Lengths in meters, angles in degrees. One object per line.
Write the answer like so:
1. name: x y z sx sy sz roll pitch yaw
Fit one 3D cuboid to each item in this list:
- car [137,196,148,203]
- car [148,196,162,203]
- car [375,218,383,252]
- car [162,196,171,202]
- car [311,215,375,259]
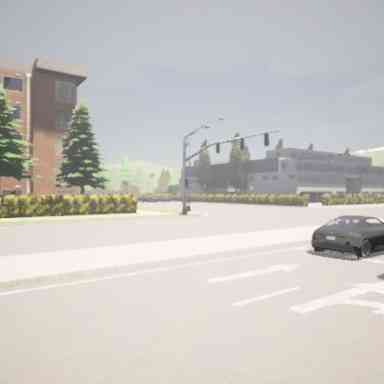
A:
1. car: -11.868 1.588 71.307 1.837 1.490 4.892 0 0 -35
2. car: -9.244 1.622 73.666 2.128 1.511 4.902 0 0 -35
3. car: 7.265 1.381 9.122 4.553 1.767 2.097 0 0 -37
4. car: -6.464 1.658 75.801 1.994 1.385 4.181 0 0 -35
5. car: 6.497 1.596 12.916 4.181 1.385 1.994 0 0 -37
